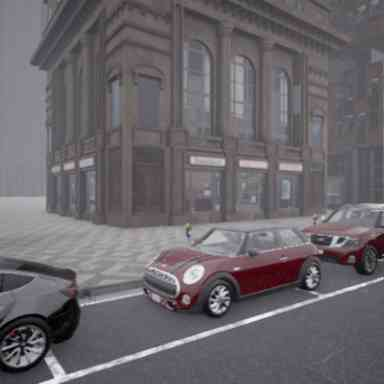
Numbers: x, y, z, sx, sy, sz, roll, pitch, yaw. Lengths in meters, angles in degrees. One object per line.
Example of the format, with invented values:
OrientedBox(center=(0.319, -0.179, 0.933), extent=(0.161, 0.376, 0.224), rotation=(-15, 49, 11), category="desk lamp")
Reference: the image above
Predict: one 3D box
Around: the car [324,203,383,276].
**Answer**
OrientedBox(center=(5.531, 1.312, 10.588), extent=(5.009, 1.841, 2.192), rotation=(0, 0, -35), category="car")

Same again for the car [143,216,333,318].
OrientedBox(center=(0.971, 1.439, 7.336), extent=(4.097, 1.590, 1.967), rotation=(0, 0, -35), category="car")

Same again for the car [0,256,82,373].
OrientedBox(center=(-3.590, 1.566, 4.084), extent=(4.313, 1.339, 1.947), rotation=(0, 0, -35), category="car")
